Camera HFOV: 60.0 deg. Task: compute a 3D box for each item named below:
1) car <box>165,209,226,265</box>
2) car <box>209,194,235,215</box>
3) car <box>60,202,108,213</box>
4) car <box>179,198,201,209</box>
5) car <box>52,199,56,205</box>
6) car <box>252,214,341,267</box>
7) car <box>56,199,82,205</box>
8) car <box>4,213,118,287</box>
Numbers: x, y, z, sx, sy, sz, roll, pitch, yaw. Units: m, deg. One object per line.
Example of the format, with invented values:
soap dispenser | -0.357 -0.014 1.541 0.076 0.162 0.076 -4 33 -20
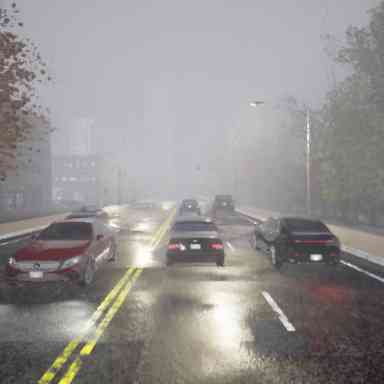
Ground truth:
car | 0.078 1.556 11.660 2.033 1.411 5.357 0 0 0
car | 3.006 1.248 33.791 2.150 2.045 5.566 0 0 -1
car | -6.746 1.583 21.685 1.994 1.385 4.181 0 0 -1
car | -0.239 1.379 33.435 2.097 1.767 4.553 0 0 -1
car | -29.173 1.873 66.176 4.403 1.369 2.008 -1 1 -1
car | 3.325 1.514 11.373 1.837 1.490 4.892 0 0 0
car | -20.700 1.868 57.804 4.313 1.339 1.947 -1 1 -1
car | -3.370 1.533 9.499 1.812 1.442 4.674 0 0 0
